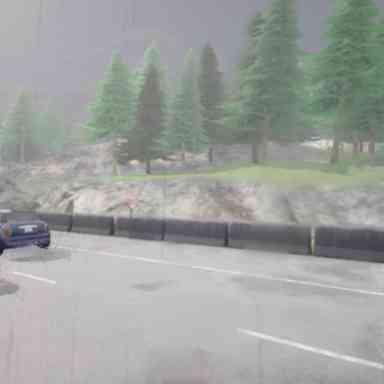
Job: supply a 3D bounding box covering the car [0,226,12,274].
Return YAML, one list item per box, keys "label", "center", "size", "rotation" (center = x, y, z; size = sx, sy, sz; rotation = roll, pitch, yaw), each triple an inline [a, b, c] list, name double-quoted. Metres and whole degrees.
- label: "car"
  center: [-7.002, 1.672, 8.995]
  size: [4.181, 1.385, 1.994]
  rotation: [-1, 0, 36]

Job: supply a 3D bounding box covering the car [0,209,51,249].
- label: "car"
  center: [-8.008, 1.498, 14.014]
  size: [4.553, 1.767, 2.097]
  rotation: [-1, 0, 36]
